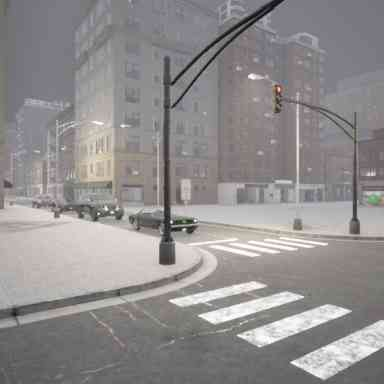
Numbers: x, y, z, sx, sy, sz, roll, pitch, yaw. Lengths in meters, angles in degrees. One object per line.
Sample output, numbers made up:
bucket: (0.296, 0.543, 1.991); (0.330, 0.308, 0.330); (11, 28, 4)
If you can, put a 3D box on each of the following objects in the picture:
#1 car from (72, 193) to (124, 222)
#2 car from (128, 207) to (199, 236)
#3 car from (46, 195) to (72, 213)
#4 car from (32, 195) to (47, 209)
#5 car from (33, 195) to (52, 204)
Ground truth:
car: (-7.304, 1.102, 26.054); (2.150, 2.045, 5.566); (0, 0, -35)
car: (-1.661, 1.527, 18.151); (1.895, 1.301, 4.718); (0, 0, -36)
car: (-13.175, 1.311, 34.312); (1.882, 1.535, 5.008); (0, 0, -36)
car: (-19.078, 1.140, 42.648); (2.097, 1.767, 4.553); (0, 0, -35)
car: (-25.423, 1.270, 56.545); (2.033, 1.411, 5.357); (0, 0, -35)
